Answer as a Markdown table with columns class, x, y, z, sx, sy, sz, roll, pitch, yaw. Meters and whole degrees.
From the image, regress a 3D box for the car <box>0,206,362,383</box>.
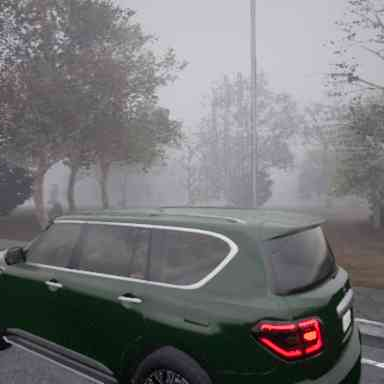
| class | x | y | z | sx | sy | sz | roll | pitch | yaw |
| --- | --- | --- | --- | --- | --- | --- | --- | --- | --- |
| car | -0.847 | 1.219 | 4.457 | 5.566 | 2.045 | 2.150 | 0 | 0 | 34 |
